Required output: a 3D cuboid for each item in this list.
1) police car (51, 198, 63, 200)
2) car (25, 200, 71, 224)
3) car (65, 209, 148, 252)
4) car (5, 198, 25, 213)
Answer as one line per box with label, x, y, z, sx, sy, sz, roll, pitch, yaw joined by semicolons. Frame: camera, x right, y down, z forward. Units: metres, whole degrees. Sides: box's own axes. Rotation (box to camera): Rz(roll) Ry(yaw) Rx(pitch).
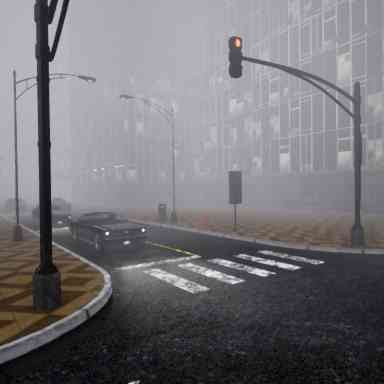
police car;-14.226;1.409;34.679;2.038;1.542;4.974;-1;1;-35
car;-9.742;1.512;22.857;2.033;1.411;5.357;-1;1;-35
car;-3.700;1.574;14.224;1.895;1.301;4.718;-1;1;-35
car;-19.378;1.427;36.688;1.882;1.535;5.008;-1;1;-35
